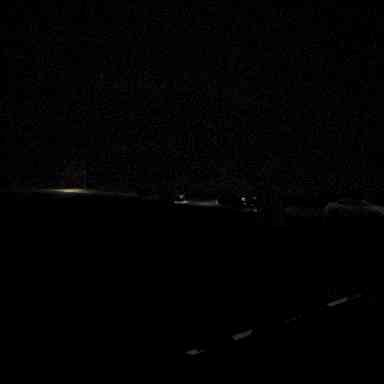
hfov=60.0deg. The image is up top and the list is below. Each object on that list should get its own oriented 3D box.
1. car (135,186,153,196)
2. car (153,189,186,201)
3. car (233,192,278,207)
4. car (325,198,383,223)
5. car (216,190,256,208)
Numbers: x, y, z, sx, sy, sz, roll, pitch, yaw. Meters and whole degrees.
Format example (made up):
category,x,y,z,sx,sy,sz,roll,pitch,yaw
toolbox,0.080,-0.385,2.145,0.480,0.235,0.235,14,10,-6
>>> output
category,x,y,z,sx,sy,sz,roll,pitch,yaw
car,-8.006,-0.202,56.461,2.128,1.511,4.902,-3,4,-35
car,-2.702,0.346,43.946,2.128,1.511,4.902,-3,4,-35
car,6.768,0.718,35.691,1.895,1.301,4.718,-3,4,-35
car,11.748,1.206,23.548,1.812,1.442,4.674,-3,4,-35
car,4.499,0.617,33.762,2.097,1.767,4.553,-3,4,-35
